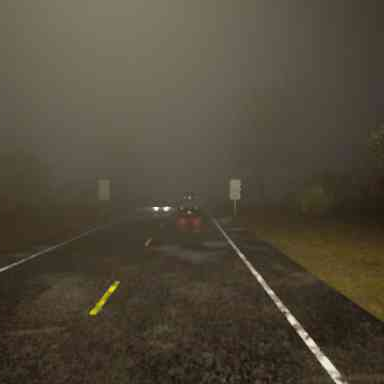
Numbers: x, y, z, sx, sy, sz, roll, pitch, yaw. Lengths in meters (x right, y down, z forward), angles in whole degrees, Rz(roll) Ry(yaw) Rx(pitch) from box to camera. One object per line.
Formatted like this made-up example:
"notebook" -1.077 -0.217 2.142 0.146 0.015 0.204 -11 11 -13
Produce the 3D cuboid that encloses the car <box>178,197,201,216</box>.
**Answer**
"car" -0.218 1.343 29.145 1.895 1.301 4.718 0 0 0

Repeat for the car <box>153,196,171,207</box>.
"car" -3.855 1.214 43.565 1.994 1.385 4.181 0 0 0

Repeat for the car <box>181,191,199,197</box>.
"car" -0.300 0.844 45.431 2.150 2.045 5.566 0 0 -1
